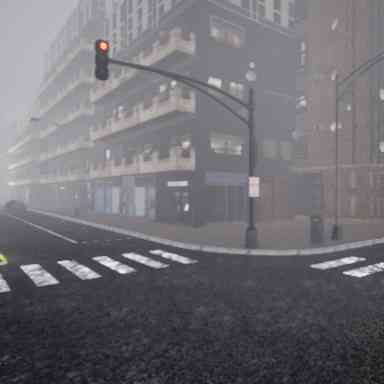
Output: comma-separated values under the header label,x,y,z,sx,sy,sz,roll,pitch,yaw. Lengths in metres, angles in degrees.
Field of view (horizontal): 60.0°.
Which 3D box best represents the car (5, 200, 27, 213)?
label,x,y,z,sx,sy,sz,roll,pitch,yaw
car,-18.698,1.458,35.360,1.802,1.307,4.206,0,0,-36
